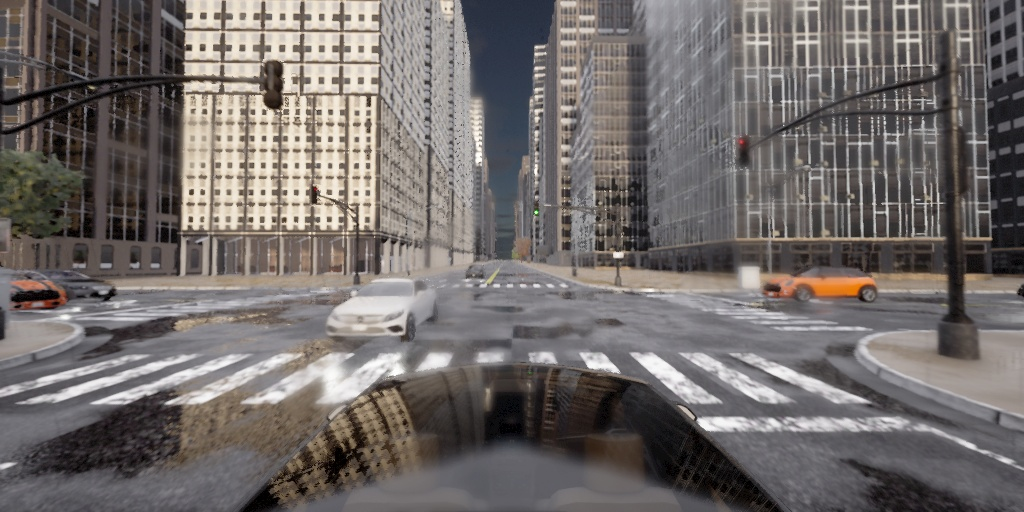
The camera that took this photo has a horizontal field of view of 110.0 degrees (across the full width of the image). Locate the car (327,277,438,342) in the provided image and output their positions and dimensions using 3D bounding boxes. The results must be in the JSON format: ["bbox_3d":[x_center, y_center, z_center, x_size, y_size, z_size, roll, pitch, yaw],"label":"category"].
[{"bbox_3d":[-3.298,1.324,10.059,1.812,1.442,4.674,0,-1,-1],"label":"car"}]

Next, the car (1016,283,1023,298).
[{"bbox_3d":[28.058,1.493,17.555,4.892,1.490,1.837,-1,-2,2],"label":"car"}]

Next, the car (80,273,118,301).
[{"bbox_3d":[-20.616,1.353,16.042,4.902,1.511,2.128,0,-1,2],"label":"car"}]

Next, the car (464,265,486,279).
[{"bbox_3d":[-3.820,1.667,37.755,1.837,1.490,4.892,0,0,-1],"label":"car"}]

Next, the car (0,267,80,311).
[{"bbox_3d":[-18.962,1.132,12.747,4.553,1.767,2.097,0,-1,2],"label":"car"}]

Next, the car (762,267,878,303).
[{"bbox_3d":[15.196,1.332,17.914,4.553,1.767,2.097,0,-1,2],"label":"car"}]
